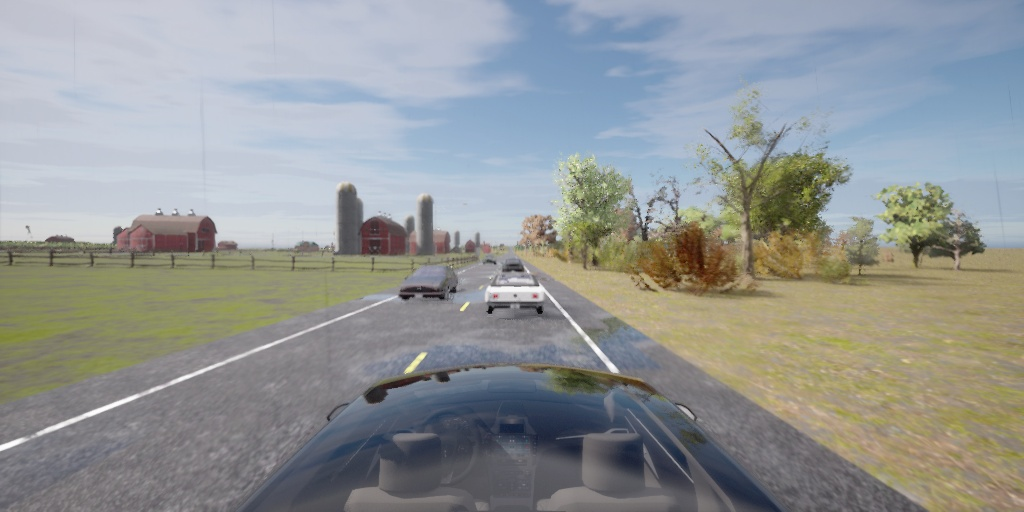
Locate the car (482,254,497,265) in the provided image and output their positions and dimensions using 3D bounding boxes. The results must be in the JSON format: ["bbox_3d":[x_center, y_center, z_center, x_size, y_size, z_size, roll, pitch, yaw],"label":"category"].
[{"bbox_3d":[-3.562,0.518,57.456,2.097,1.767,4.553,0,1,0],"label":"car"}]

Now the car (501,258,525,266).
[{"bbox_3d":[0.090,0.947,31.181,1.837,1.490,4.892,0,1,0],"label":"car"}]

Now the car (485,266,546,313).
[{"bbox_3d":[0.099,1.231,13.192,1.895,1.301,4.718,0,1,0],"label":"car"}]

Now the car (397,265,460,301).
[{"bbox_3d":[-3.602,1.142,16.515,2.033,1.411,5.357,0,1,0],"label":"car"}]
